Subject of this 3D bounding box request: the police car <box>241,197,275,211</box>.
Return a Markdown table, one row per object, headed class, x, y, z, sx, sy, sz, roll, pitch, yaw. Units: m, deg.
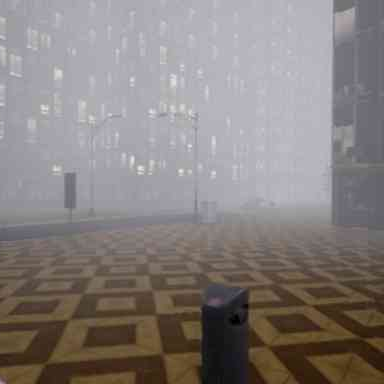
| class | x | y | z | sx | sy | sz | roll | pitch | yaw |
| --- | --- | --- | --- | --- | --- | --- | --- | --- | --- |
| police car | 7.778 | 1.409 | 39.596 | 2.038 | 1.542 | 4.974 | 1 | 1 | 44 |
